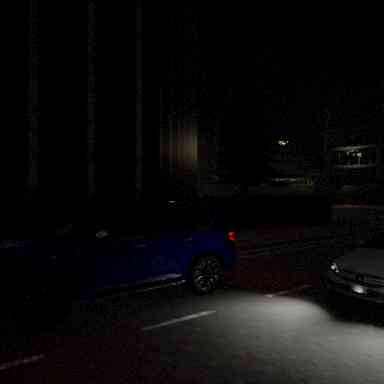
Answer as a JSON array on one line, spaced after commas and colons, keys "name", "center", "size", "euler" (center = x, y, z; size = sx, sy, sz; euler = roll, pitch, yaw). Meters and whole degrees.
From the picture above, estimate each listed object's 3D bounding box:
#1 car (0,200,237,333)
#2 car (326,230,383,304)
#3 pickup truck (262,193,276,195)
[{"name": "car", "center": [-1.537, 1.227, 7.181], "size": [5.566, 2.045, 2.150], "euler": [0, 0, -35]}, {"name": "car", "center": [5.020, 1.547, 7.543], "size": [4.674, 1.442, 1.812], "euler": [0, 0, -35]}, {"name": "pickup truck", "center": [15.946, 1.197, 68.698], "size": [2.390, 2.098, 6.274], "euler": [0, 0, -6]}]
